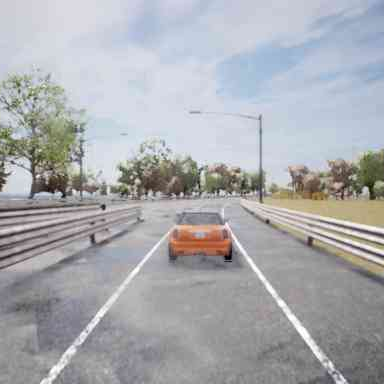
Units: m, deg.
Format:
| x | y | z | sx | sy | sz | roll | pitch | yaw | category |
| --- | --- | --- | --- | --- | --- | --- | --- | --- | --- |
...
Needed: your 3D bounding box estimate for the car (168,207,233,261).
| x | y | z | sx | sy | sz | roll | pitch | yaw | category |
| --- | --- | --- | --- | --- | --- | --- | --- | --- | --- |
| 0.329 | 1.389 | 12.586 | 2.097 | 1.767 | 4.553 | 0 | 0 | 2 | car |
